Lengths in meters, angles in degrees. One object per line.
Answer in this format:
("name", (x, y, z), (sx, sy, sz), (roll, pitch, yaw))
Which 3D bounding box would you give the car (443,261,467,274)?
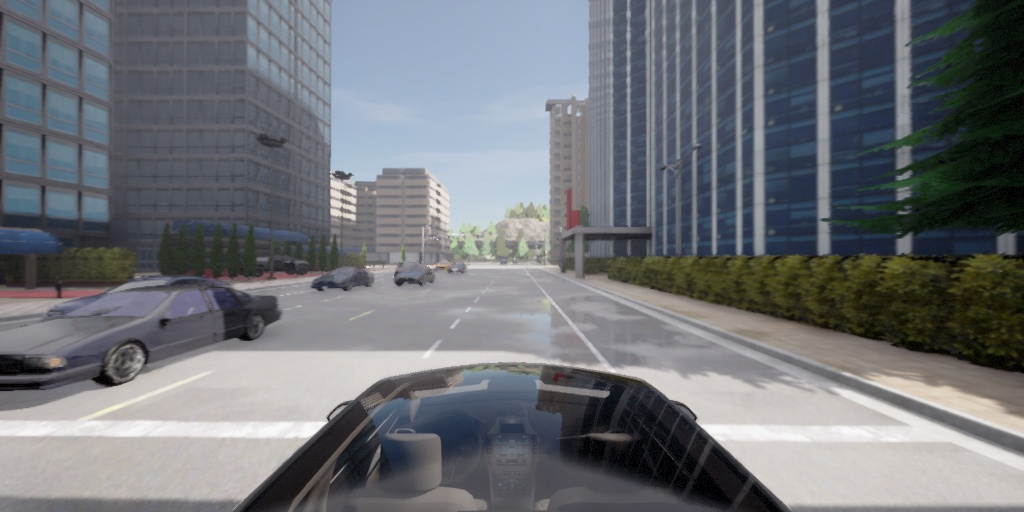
("car", (-6.694, 1.487, 44.509), (2.128, 1.511, 4.902), (0, 0, 0))

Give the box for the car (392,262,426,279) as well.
("car", (-10.307, 1.394, 36.348), (1.882, 1.535, 5.008), (0, 0, 1))

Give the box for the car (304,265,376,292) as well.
("car", (-10.367, 1.396, 22.569), (2.033, 1.411, 5.357), (0, 0, 0))

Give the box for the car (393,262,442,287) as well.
("car", (-6.917, 1.415, 26.208), (2.033, 1.411, 5.357), (0, 0, 1))

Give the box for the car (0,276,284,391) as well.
("car", (-7.009, 1.322, 7.270), (2.033, 1.411, 5.357), (0, 0, -2))

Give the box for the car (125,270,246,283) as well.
("car", (-10.552, 1.316, 10.767), (1.812, 1.442, 4.674), (0, 0, 0))

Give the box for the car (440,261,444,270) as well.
("car", (-10.120, 1.480, 53.752), (1.882, 1.535, 5.008), (0, 0, 0))
